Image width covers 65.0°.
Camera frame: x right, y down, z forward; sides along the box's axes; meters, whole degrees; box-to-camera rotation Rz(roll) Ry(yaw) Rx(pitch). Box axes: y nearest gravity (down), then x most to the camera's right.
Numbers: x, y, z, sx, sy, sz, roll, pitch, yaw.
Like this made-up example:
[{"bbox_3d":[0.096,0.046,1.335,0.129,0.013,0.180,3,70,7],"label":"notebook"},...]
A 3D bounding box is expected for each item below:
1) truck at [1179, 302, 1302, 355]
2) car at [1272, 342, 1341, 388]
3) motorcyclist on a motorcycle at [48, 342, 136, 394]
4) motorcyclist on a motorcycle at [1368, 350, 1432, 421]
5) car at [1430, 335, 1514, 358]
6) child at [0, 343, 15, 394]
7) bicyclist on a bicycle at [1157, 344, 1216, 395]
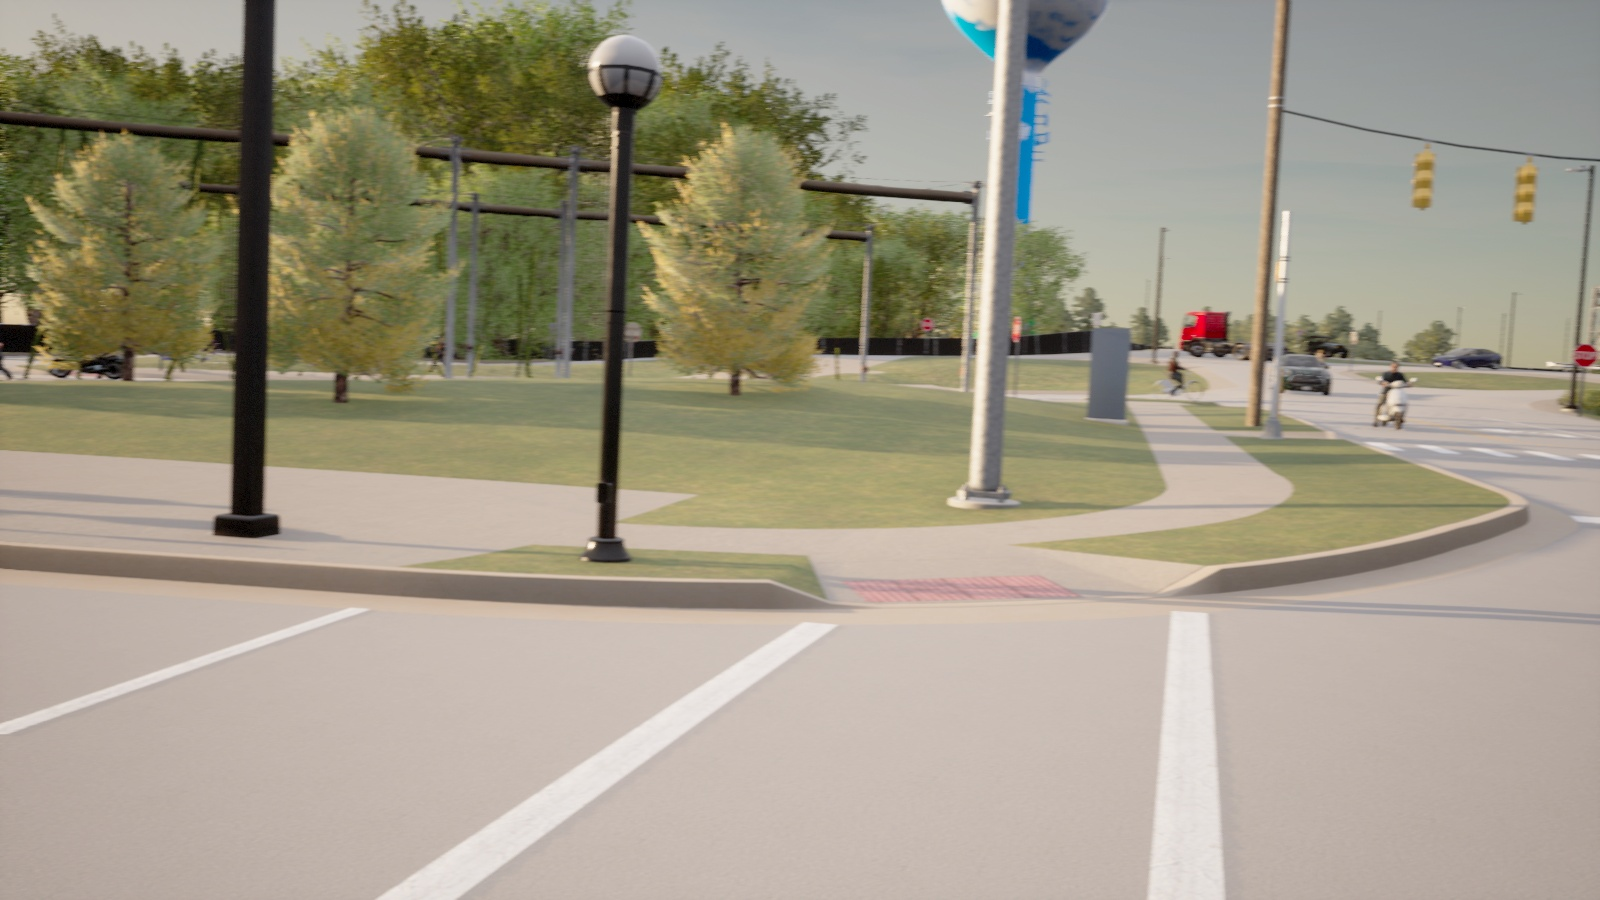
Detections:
[{"bbox_3d":[31.143,-8.697,89.224,2.891,3.462,7.936,-3,8,-33],"label":"truck"},{"bbox_3d":[21.812,-3.716,54.239,2.097,1.767,4.553,3,6,15],"label":"car"},{"bbox_3d":[-23.320,-2.701,41.403,2.350,1.649,0.766,0,4,-10],"label":"motorcyclist on a motorcycle"},{"bbox_3d":[14.215,-1.554,29.823,0.866,1.590,1.817,3,5,11],"label":"motorcyclist on a motorcycle"},{"bbox_3d":[46.002,-7.094,85.977,4.792,1.488,2.163,-1,7,-14],"label":"car"},{"bbox_3d":[-19.877,-2.037,31.321,0.437,1.263,0.270,1,3,-12],"label":"child"},{"bbox_3d":[13.452,-2.803,43.707,1.843,1.776,0.659,-1,4,-10],"label":"bicyclist on a bicycle"}]
